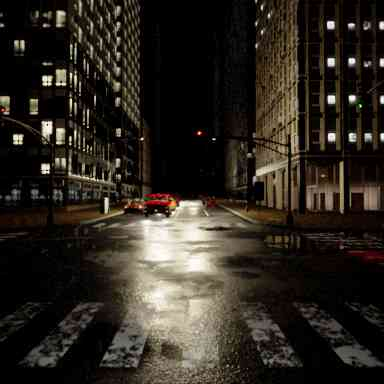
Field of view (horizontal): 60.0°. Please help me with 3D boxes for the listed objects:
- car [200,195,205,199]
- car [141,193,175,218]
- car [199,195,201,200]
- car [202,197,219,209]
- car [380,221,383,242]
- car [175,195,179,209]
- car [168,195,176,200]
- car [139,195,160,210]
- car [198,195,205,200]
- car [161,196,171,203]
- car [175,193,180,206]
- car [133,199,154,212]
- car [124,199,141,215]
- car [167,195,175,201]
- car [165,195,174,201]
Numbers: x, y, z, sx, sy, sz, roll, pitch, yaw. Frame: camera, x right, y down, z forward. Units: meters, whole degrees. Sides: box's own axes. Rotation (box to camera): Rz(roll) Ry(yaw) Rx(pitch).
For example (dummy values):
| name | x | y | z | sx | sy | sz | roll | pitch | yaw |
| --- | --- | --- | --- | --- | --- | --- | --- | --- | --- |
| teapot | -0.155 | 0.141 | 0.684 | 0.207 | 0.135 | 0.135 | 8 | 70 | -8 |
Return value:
| name | x | y | z | sx | sy | sz | roll | pitch | yaw |
| --- | --- | --- | --- | --- | --- | --- | --- | --- | --- |
| car | 2.763 | 1.546 | 56.286 | 1.752 | 1.417 | 4.829 | 1 | 0 | 0 |
| car | -3.062 | 1.232 | 31.086 | 2.150 | 2.045 | 5.566 | 0 | 0 | 0 |
| car | 2.768 | 1.588 | 61.693 | 1.947 | 1.339 | 4.313 | 1 | 0 | 0 |
| car | 2.750 | 1.598 | 44.960 | 1.802 | 1.307 | 4.206 | 1 | 0 | 0 |
| car | 9.830 | 1.469 | 12.460 | 5.008 | 1.535 | 1.882 | 0 | -1 | 0 |
| car | -3.055 | 1.492 | 41.514 | 1.882 | 1.535 | 5.008 | 0 | 0 | 0 |
| car | -5.578 | 1.603 | 95.083 | 1.947 | 1.339 | 4.313 | 1 | 0 | 0 |
| car | -5.625 | 1.331 | 44.907 | 2.192 | 1.841 | 5.009 | 1 | 0 | 0 |
| car | 2.803 | 1.581 | 95.156 | 1.887 | 1.381 | 4.507 | 1 | 0 | 0 |
| car | -5.600 | 1.572 | 72.783 | 1.887 | 1.381 | 4.507 | 1 | 0 | 0 |
| car | -3.037 | 1.240 | 52.012 | 2.150 | 2.045 | 5.566 | 0 | 0 | 0 |
| car | -5.636 | 1.596 | 39.332 | 1.802 | 1.307 | 4.206 | 1 | 0 | 0 |
| car | -5.639 | 1.452 | 33.757 | 1.967 | 1.590 | 4.097 | 1 | 0 | 0 |
| car | -5.583 | 1.585 | 89.508 | 2.008 | 1.369 | 4.403 | 1 | 0 | 0 |
| car | -5.589 | 1.576 | 83.933 | 1.887 | 1.381 | 4.507 | 1 | 0 | 0 |
